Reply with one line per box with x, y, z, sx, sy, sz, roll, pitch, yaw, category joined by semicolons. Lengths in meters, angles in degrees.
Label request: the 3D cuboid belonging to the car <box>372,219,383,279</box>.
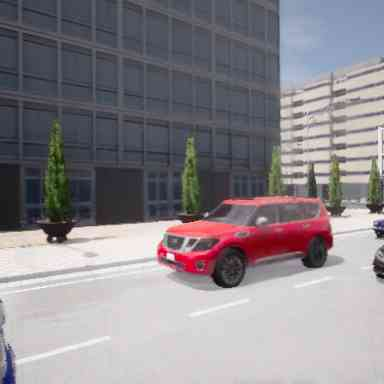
6.595;1.467;8.647;4.674;1.442;1.812;0;0;-35;car

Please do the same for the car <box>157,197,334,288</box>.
1.753;1.184;9.513;5.566;2.045;2.150;0;0;-35;car

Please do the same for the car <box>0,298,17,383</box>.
-3.802;1.234;1.252;5.566;2.045;2.150;-1;0;-35;car
